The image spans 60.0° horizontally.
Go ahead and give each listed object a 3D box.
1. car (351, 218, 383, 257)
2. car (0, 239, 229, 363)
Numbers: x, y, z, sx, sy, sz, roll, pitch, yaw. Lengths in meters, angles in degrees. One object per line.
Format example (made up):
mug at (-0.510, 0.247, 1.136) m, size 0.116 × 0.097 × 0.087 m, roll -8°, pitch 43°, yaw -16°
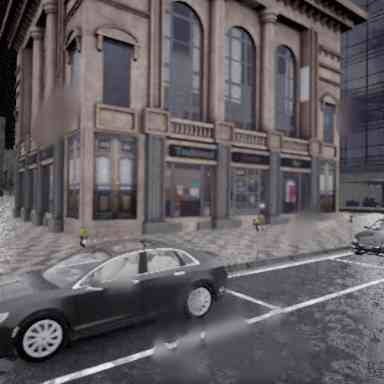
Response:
car at (7.555, 1.599, 12.136) m, size 4.403 × 1.369 × 2.008 m, roll 0°, pitch 1°, yaw -35°
car at (-1.337, 1.558, 5.798) m, size 4.403 × 1.369 × 2.008 m, roll 0°, pitch 1°, yaw -35°
